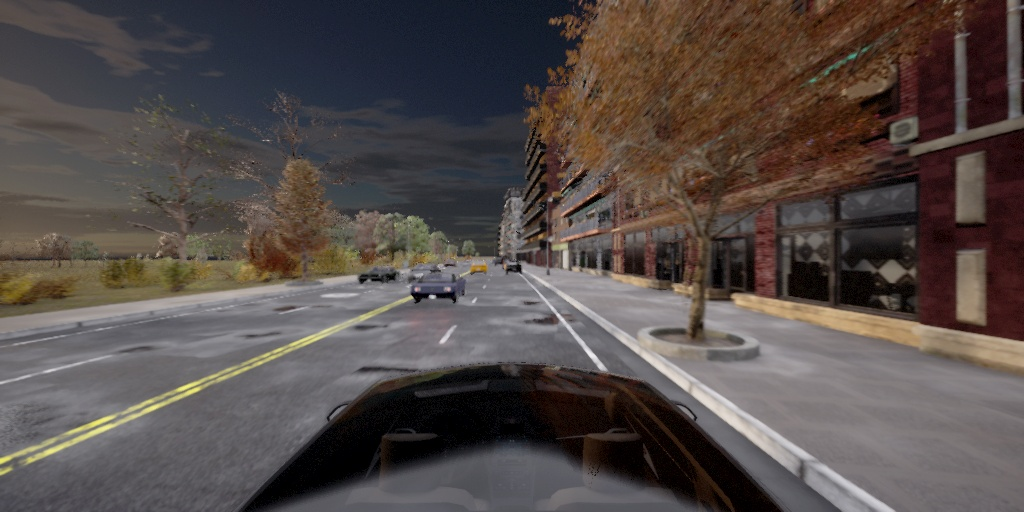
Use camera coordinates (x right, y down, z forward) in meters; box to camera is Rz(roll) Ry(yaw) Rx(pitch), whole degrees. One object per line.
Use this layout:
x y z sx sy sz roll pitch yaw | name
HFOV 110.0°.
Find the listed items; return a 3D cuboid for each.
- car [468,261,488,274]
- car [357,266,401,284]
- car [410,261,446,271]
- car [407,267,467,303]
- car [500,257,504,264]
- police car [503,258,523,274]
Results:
-3.960 1.368 43.895 1.882 1.535 5.008 0 0 -2 | car
-10.154 1.443 27.599 1.895 1.301 4.718 0 0 -1 | car
-6.928 1.333 28.646 2.128 1.511 4.902 0 0 -1 | car
-3.270 1.397 16.918 1.895 1.301 4.718 0 0 -1 | car
-0.504 1.295 59.104 2.097 1.767 4.553 0 0 -3 | car
0.207 1.307 43.174 1.930 1.638 5.238 0 0 -2 | police car
